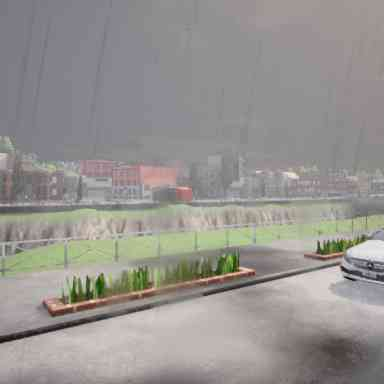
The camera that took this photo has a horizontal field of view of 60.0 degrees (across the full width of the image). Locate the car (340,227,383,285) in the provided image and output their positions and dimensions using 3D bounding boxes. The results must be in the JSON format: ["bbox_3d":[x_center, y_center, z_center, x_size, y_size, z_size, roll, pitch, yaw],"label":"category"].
[{"bbox_3d":[5.765,1.526,8.614,4.674,1.442,1.812,0,0,-36],"label":"car"}]
